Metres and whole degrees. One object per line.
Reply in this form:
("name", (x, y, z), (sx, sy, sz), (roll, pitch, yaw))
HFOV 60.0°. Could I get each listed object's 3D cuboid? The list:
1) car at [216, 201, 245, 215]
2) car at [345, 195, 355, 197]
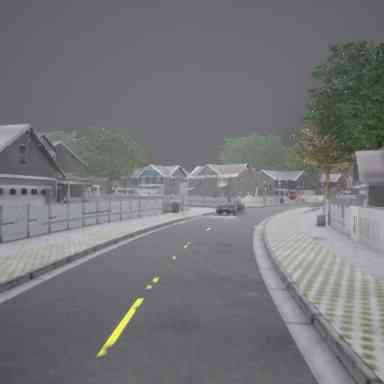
("car", (4.090, 1.640, 34.262), (2.033, 1.411, 5.357), (0, 0, 22))
("car", (34.995, 1.509, 74.099), (4.902, 1.511, 2.128), (0, 0, -42))
